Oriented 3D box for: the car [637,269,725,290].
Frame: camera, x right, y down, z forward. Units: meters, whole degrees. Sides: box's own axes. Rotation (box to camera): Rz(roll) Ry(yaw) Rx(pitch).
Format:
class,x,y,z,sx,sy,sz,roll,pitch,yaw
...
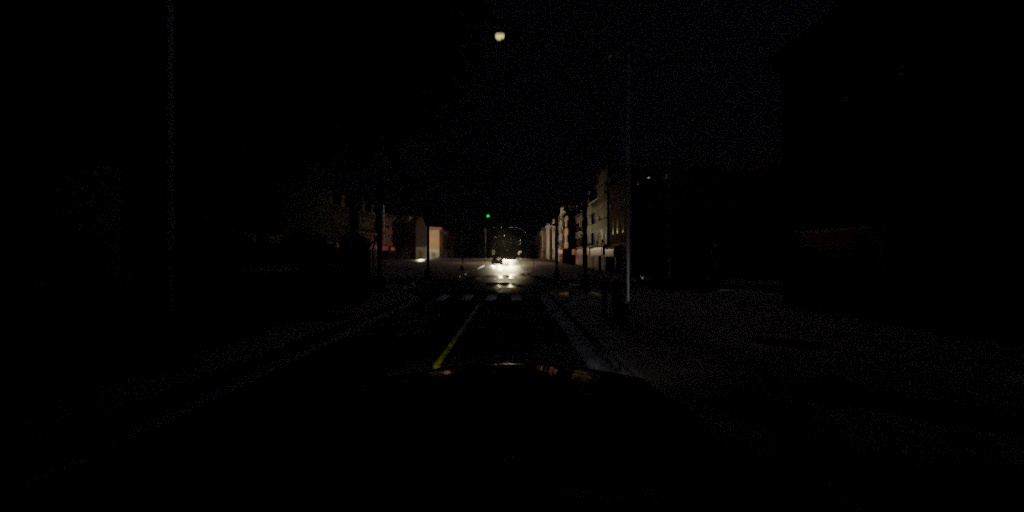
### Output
class,x,y,z,sx,sy,sz,roll,pitch,yaw
car,11.417,1.595,24.474,5.357,1.411,2.033,1,0,0
